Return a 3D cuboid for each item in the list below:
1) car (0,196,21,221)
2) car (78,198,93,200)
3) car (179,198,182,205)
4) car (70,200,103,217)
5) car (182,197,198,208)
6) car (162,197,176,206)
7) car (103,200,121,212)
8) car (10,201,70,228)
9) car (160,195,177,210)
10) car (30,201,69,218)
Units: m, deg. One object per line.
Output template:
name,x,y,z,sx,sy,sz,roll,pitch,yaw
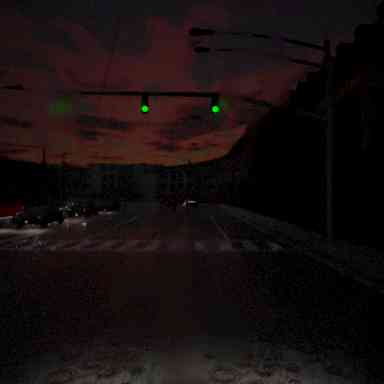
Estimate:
car,-14.077,1.334,23.360,2.150,2.045,5.566,0,0,1
car,-14.041,1.559,43.141,2.097,1.767,4.553,0,0,0
car,-1.264,1.800,64.721,2.128,1.511,4.902,0,0,-17
car,-10.562,1.757,32.665,1.895,1.301,4.718,0,0,0
car,-0.012,1.752,54.641,2.128,1.511,4.902,0,0,-3
car,-4.376,1.804,62.768,1.837,1.490,4.892,0,0,-14
car,-10.542,1.753,43.007,2.033,1.411,5.357,0,0,0
car,-10.573,1.639,23.560,1.812,1.442,4.674,0,0,0
car,-3.387,1.452,48.119,2.150,2.045,5.566,0,0,0
car,-14.063,1.664,33.167,1.837,1.490,4.892,0,0,0
